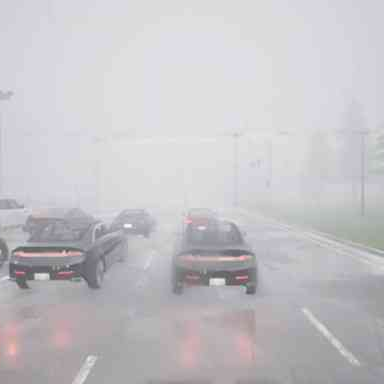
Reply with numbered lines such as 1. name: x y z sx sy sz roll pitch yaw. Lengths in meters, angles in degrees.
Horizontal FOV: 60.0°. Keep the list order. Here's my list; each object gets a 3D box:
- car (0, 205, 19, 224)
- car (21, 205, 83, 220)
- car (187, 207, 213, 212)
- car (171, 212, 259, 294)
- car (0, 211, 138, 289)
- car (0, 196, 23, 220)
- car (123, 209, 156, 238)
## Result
1. car: -6.534 1.357 8.097 2.097 1.767 4.553 0 0 0
2. car: -6.556 1.488 17.271 1.882 1.535 5.008 0 0 0
3. car: 0.432 1.536 17.832 1.812 1.442 4.674 0 0 0
4. car: 0.480 1.497 8.751 2.128 1.511 4.902 0 0 0
5. car: -3.035 1.497 9.145 2.128 1.511 4.902 0 0 0
6. car: -10.053 1.232 16.767 2.150 2.045 5.566 0 0 0
7. car: -3.060 1.575 17.843 1.994 1.385 4.181 0 0 0
